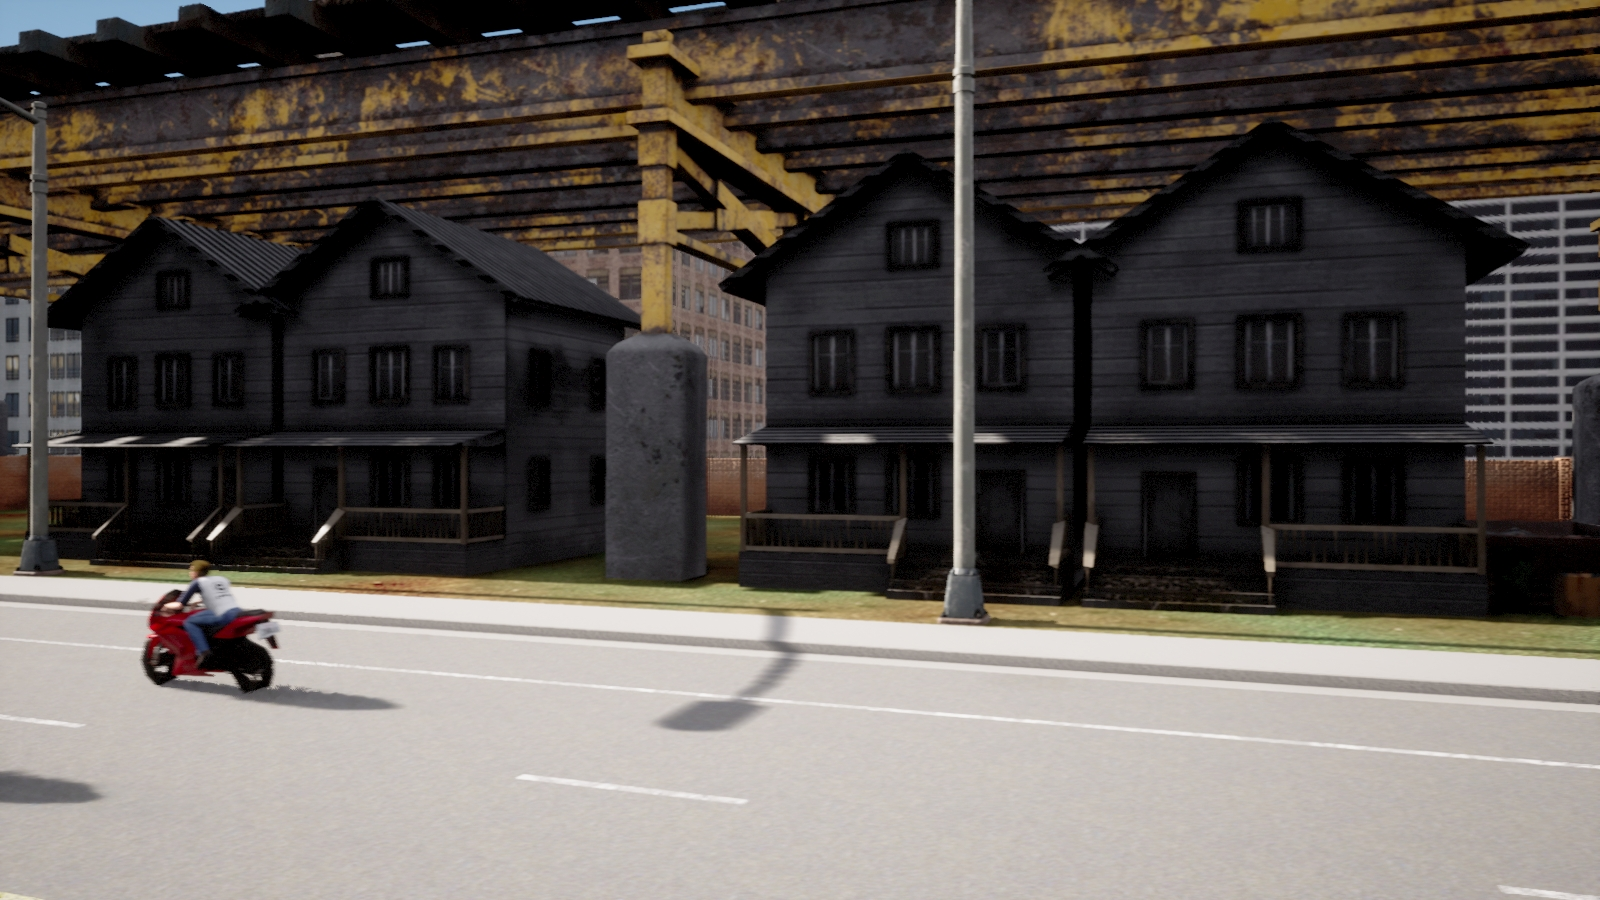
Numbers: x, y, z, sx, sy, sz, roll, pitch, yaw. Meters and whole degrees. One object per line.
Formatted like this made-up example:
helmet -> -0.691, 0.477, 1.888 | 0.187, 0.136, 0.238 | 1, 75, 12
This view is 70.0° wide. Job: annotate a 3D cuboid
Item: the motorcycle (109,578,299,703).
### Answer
motorcycle -> -6.938, 2.179, 13.313 | 2.033, 1.224, 0.803 | 0, 0, 20
